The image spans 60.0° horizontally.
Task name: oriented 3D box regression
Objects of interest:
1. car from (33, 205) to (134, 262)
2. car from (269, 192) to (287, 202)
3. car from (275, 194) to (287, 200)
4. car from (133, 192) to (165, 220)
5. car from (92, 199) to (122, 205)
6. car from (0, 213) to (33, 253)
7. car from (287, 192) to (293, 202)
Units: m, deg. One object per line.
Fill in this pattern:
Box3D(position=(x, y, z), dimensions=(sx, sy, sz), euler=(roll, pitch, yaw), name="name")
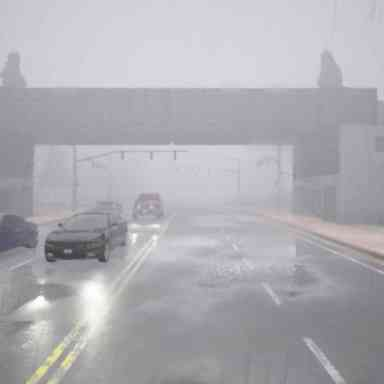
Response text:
Box3D(position=(-3.598, 1.448, 12.135), dimensions=(1.882, 1.535, 5.008), euler=(0, 0, 0), name="car")
Box3D(position=(16.581, 0.978, 65.718), dimensions=(1.932, 1.855, 4.605), euler=(0, 0, 0), name="car")
Box3D(position=(22.110, 1.173, 83.154), dimensions=(1.970, 1.475, 3.806), euler=(0, 0, 0), name="car")
Box3D(position=(-3.521, 1.064, 27.695), dimensions=(2.150, 2.045, 5.566), euler=(0, 0, 0), name="car")
Box3D(position=(-7.021, 1.349, 27.723), dimensions=(1.837, 1.490, 4.892), euler=(0, 0, 0), name="car")
Box3D(position=(-7.094, 1.498, 11.706), dimensions=(1.812, 1.442, 4.674), euler=(0, 0, 0), name="car")
Box3D(position=(19.475, 0.979, 65.676), dimensions=(1.905, 1.878, 3.866), euler=(0, 0, 0), name="car")
